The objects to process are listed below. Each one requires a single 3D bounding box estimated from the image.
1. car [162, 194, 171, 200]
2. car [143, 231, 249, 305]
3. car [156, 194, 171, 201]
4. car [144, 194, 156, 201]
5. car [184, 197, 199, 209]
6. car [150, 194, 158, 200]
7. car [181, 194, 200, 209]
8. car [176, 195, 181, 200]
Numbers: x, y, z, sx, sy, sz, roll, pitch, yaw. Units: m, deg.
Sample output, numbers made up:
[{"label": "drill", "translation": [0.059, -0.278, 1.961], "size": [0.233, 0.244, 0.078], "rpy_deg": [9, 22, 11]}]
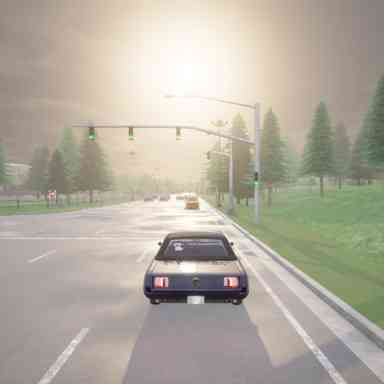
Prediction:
[{"label": "car", "translation": [-6.854, 1.372, 90.754], "size": [2.033, 1.411, 5.357], "rpy_deg": [0, 0, 0]}, {"label": "car", "translation": [0.092, 1.601, 8.035], "size": [1.895, 1.301, 4.718], "rpy_deg": [0, 0, 0]}, {"label": "car", "translation": [-6.871, 1.531, 80.334], "size": [2.033, 1.411, 5.357], "rpy_deg": [0, 0, 0]}, {"label": "car", "translation": [-10.371, 1.531, 80.340], "size": [2.033, 1.411, 5.357], "rpy_deg": [0, 0, 0]}, {"label": "car", "translation": [-0.013, 1.576, 49.703], "size": [2.033, 1.411, 5.357], "rpy_deg": [-1, 1, 1]}, {"label": "car", "translation": [-10.354, 1.332, 90.760], "size": [1.837, 1.490, 4.892], "rpy_deg": [0, 0, 0]}, {"label": "car", "translation": [-0.073, 1.094, 46.173], "size": [1.882, 1.535, 5.008], "rpy_deg": [-3, 16, -4]}, {"label": "car", "translation": [-3.353, 1.553, 91.162], "size": [1.994, 1.385, 4.181], "rpy_deg": [0, 0, 0]}]
